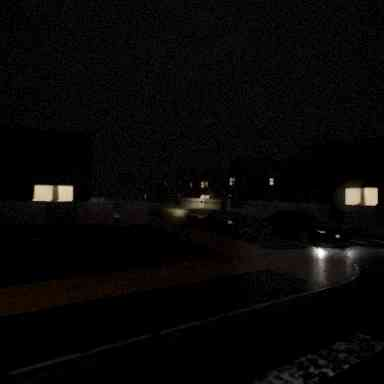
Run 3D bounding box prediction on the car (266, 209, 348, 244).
[{"bbox_3d":[5.566,1.667,16.744,1.837,1.490,4.892,1,0,-19],"label":"car"}]
